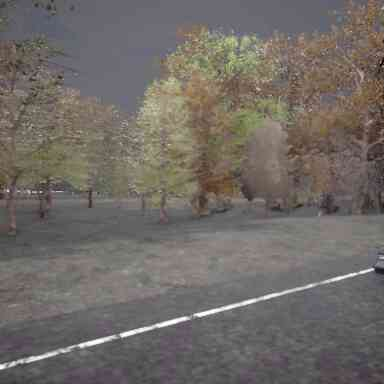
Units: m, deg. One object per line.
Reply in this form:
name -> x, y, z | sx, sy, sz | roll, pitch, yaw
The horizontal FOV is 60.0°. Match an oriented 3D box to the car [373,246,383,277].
car -> 6.887, 1.592, 8.744 | 5.357, 1.411, 2.033 | 0, 0, -35
